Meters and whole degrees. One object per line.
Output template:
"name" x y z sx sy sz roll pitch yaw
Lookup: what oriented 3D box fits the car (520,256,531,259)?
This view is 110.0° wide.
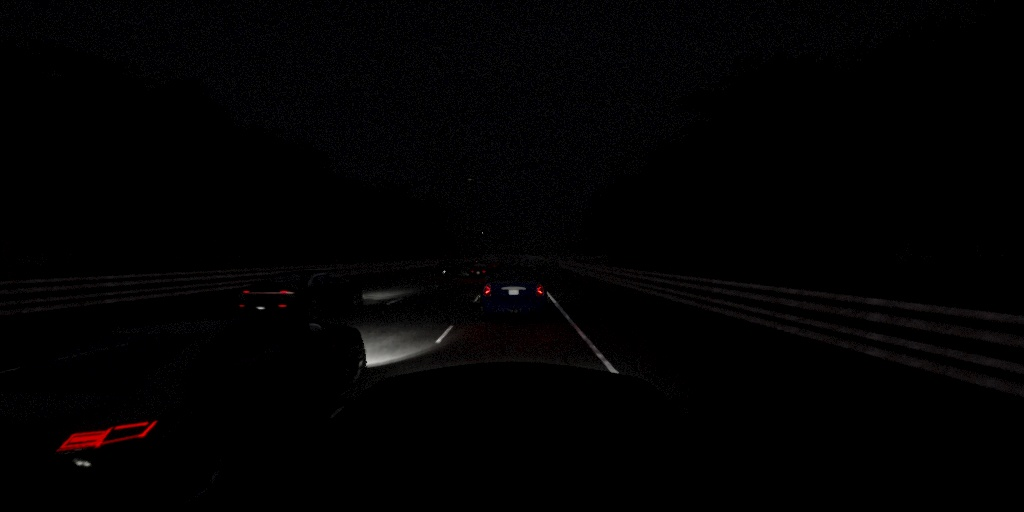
"car" 1.935 1.154 62.706 2.128 1.511 4.902 0 0 4

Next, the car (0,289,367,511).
"car" -3.386 1.311 4.234 1.994 1.385 4.181 0 0 0

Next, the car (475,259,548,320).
"car" 0.077 1.099 12.808 2.097 1.767 4.553 0 0 1

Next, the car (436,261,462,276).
"car" -6.288 1.226 36.249 1.837 1.490 4.892 0 0 2

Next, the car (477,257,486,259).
"car" -5.062 1.010 61.655 2.097 1.767 4.553 0 0 4

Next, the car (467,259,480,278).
"car" -2.855 1.253 33.264 1.812 1.442 4.674 0 0 2

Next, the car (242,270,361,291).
"car" -6.850 1.234 12.233 2.128 1.511 4.902 0 0 1
